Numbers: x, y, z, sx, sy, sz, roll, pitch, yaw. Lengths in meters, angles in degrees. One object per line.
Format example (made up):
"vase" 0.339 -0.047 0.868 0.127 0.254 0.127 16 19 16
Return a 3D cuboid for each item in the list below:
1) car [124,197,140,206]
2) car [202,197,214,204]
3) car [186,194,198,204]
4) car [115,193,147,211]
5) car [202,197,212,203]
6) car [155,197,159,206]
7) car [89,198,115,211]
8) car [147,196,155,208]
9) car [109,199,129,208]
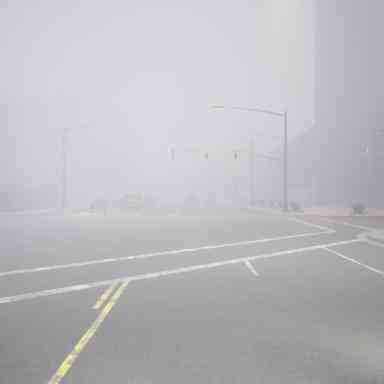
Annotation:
"car" -10.575 1.602 58.549 1.882 1.535 5.008 0 -1 0
"car" 3.472 1.740 68.010 1.812 1.442 4.674 0 -1 0
"car" -0.028 1.432 67.625 2.150 2.045 5.566 0 -1 0
"car" -7.086 1.192 39.505 2.150 2.045 5.566 0 0 0
"car" 3.468 1.778 78.012 2.033 1.411 5.357 0 -1 0
"car" -7.078 1.608 59.187 1.882 1.535 5.008 0 -1 0
"car" -10.584 1.456 39.132 2.128 1.511 4.902 0 0 0
"car" -7.078 1.388 49.145 2.097 1.767 4.553 0 -1 -1
"car" -10.582 1.631 48.405 1.895 1.301 4.718 0 0 0
